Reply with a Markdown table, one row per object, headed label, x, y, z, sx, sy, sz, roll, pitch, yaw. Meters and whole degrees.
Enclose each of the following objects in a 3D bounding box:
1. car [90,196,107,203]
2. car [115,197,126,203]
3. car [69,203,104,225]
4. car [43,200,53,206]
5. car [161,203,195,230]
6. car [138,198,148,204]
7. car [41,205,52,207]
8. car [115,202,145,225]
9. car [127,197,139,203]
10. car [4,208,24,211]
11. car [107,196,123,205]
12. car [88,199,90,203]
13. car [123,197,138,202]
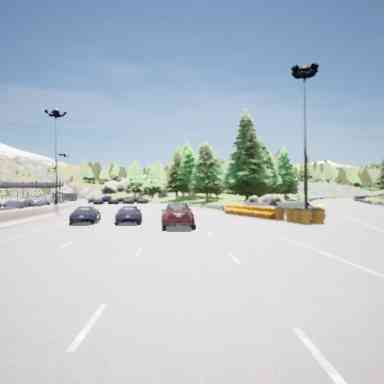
| label | x | y | z | sx | sy | sz | roll | pitch | yaw |
| --- | --- | --- | --- | --- | --- | --- | --- | --- | --- |
| car | -21.363 | 2.241 | 75.850 | 2.128 | 1.511 | 4.902 | 0 | 0 | -23 |
| car | -19.058 | 2.122 | 88.303 | 1.837 | 1.490 | 4.892 | 0 | 0 | -26 |
| car | -8.650 | 1.834 | 27.174 | 1.994 | 1.385 | 4.181 | 0 | 0 | -8 |
| car | -31.049 | 2.386 | 71.806 | 1.895 | 1.301 | 4.718 | 0 | 0 | -21 |
| car | -1.034 | 1.518 | 22.676 | 2.097 | 1.767 | 4.553 | -1 | 0 | -6 |
| car | -11.923 | 2.187 | 80.511 | 2.128 | 1.511 | 4.902 | 0 | 0 | -23 |
| car | -25.983 | 2.190 | 57.316 | 2.033 | 1.411 | 5.357 | 0 | 0 | -17 |
| car | -5.040 | 1.796 | 26.706 | 1.994 | 1.385 | 4.181 | 0 | 0 | -8 |
| car | -15.869 | 2.101 | 89.745 | 1.837 | 1.490 | 4.892 | 0 | 0 | -26 |
| car | -21.917 | 2.044 | 41.541 | 2.033 | 1.411 | 5.357 | 0 | 0 | -11 |
| car | -18.223 | 2.233 | 77.436 | 2.128 | 1.511 | 4.902 | 0 | 0 | -23 |
| car | -25.437 | 2.142 | 85.420 | 1.882 | 1.535 | 5.008 | 0 | 0 | -26 |
| car | -15.079 | 2.210 | 78.987 | 2.128 | 1.511 | 4.902 | 0 | 0 | -23 |
